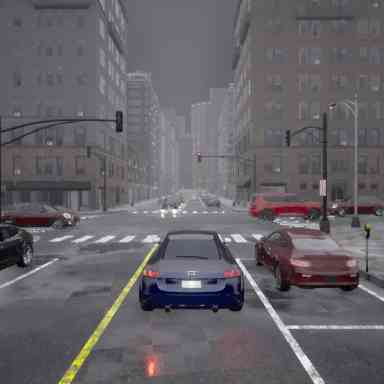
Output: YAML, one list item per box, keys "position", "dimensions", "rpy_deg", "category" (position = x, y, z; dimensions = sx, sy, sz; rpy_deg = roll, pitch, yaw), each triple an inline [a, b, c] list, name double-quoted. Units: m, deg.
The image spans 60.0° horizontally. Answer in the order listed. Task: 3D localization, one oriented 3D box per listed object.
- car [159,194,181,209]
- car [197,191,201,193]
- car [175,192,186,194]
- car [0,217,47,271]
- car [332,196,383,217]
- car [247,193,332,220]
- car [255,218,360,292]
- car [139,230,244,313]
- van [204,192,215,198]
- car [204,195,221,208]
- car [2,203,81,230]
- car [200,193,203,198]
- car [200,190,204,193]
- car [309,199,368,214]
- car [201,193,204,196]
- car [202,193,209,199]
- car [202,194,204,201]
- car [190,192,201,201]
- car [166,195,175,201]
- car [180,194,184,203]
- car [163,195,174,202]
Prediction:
- position: [-2.832, 1.437, 43.856]
  dimensions: [1.837, 1.490, 4.892]
  rpy_deg: [0, 0, 2]
  category: "car"
- position: [0.612, 1.087, 84.320]
  dimensions: [2.128, 1.511, 4.902]
  rpy_deg: [0, 0, 0]
  category: "car"
- position: [-2.612, 1.354, 64.150]
  dimensions: [2.128, 1.511, 4.902]
  rpy_deg: [0, 0, 1]
  category: "car"
- position: [-5.765, 1.564, 8.674]
  dimensions: [1.947, 1.339, 4.313]
  rpy_deg: [0, 0, 0]
  category: "car"
- position: [13.553, 1.124, 27.918]
  dimensions: [4.553, 1.767, 2.097]
  rpy_deg: [-1, 0, 0]
  category: "car"
- position: [6.893, 1.109, 24.487]
  dimensions: [5.566, 2.045, 2.150]
  rpy_deg: [-1, 0, 1]
  category: "car"
- position: [2.760, 1.580, 8.671]
  dimensions: [1.802, 1.307, 4.206]
  rpy_deg: [0, 0, 0]
  category: "car"
- position: [0.003, 1.562, 7.750]
  dimensions: [1.994, 1.385, 4.181]
  rpy_deg: [0, 0, 0]
  category: "car"
- position: [3.088, 1.249, 51.431]
  dimensions: [1.690, 1.788, 3.998]
  rpy_deg: [0, 0, 0]
  category: "van"
- position: [3.040, 1.507, 45.880]
  dimensions: [1.802, 1.307, 4.206]
  rpy_deg: [0, 0, 0]
  category: "car"
- position: [-9.586, 1.483, 21.301]
  dimensions: [4.553, 1.767, 2.097]
  rpy_deg: [-1, 0, 0]
  category: "car"
- position: [3.284, 1.388, 73.645]
  dimensions: [1.802, 1.307, 4.206]
  rpy_deg: [0, 0, 0]
  category: "car"
- position: [3.734, 0.937, 86.058]
  dimensions: [2.150, 2.045, 5.566]
  rpy_deg: [0, 0, 0]
  category: "car"
- position: [13.662, 1.355, 31.168]
  dimensions: [4.718, 1.301, 1.895]
  rpy_deg: [-1, 0, 0]
  category: "car"
- position: [3.236, 1.424, 68.089]
  dimensions: [1.802, 1.307, 4.206]
  rpy_deg: [0, 0, 0]
  category: "car"
- position: [3.828, 1.143, 93.029]
  dimensions: [1.882, 1.535, 5.008]
  rpy_deg: [0, 0, 0]
  category: "car"
- position: [3.136, 1.436, 56.983]
  dimensions: [1.887, 1.381, 4.507]
  rpy_deg: [0, 0, 0]
  category: "car"
- position: [0.525, 1.318, 74.319]
  dimensions: [1.812, 1.442, 4.674]
  rpy_deg: [0, 0, 0]
  category: "car"
- position: [-5.193, 1.348, 79.274]
  dimensions: [1.802, 1.307, 4.206]
  rpy_deg: [0, 0, 0]
  category: "car"
- position: [-2.746, 1.427, 53.760]
  dimensions: [1.812, 1.442, 4.674]
  rpy_deg: [0, 0, 0]
  category: "car"
- position: [-5.241, 1.357, 73.722]
  dimensions: [2.008, 1.369, 4.403]
  rpy_deg: [0, 0, 0]
  category: "car"
